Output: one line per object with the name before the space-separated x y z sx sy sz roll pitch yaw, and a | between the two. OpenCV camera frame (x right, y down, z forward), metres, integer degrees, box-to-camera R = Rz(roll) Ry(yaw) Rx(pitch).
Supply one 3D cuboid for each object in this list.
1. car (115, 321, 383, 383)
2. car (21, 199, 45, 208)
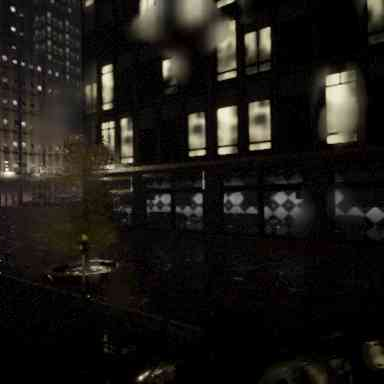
car | 1.260 1.567 1.991 4.313 1.339 1.947 0 -1 35
car | -23.720 1.721 50.738 1.947 1.339 4.313 -1 0 36
